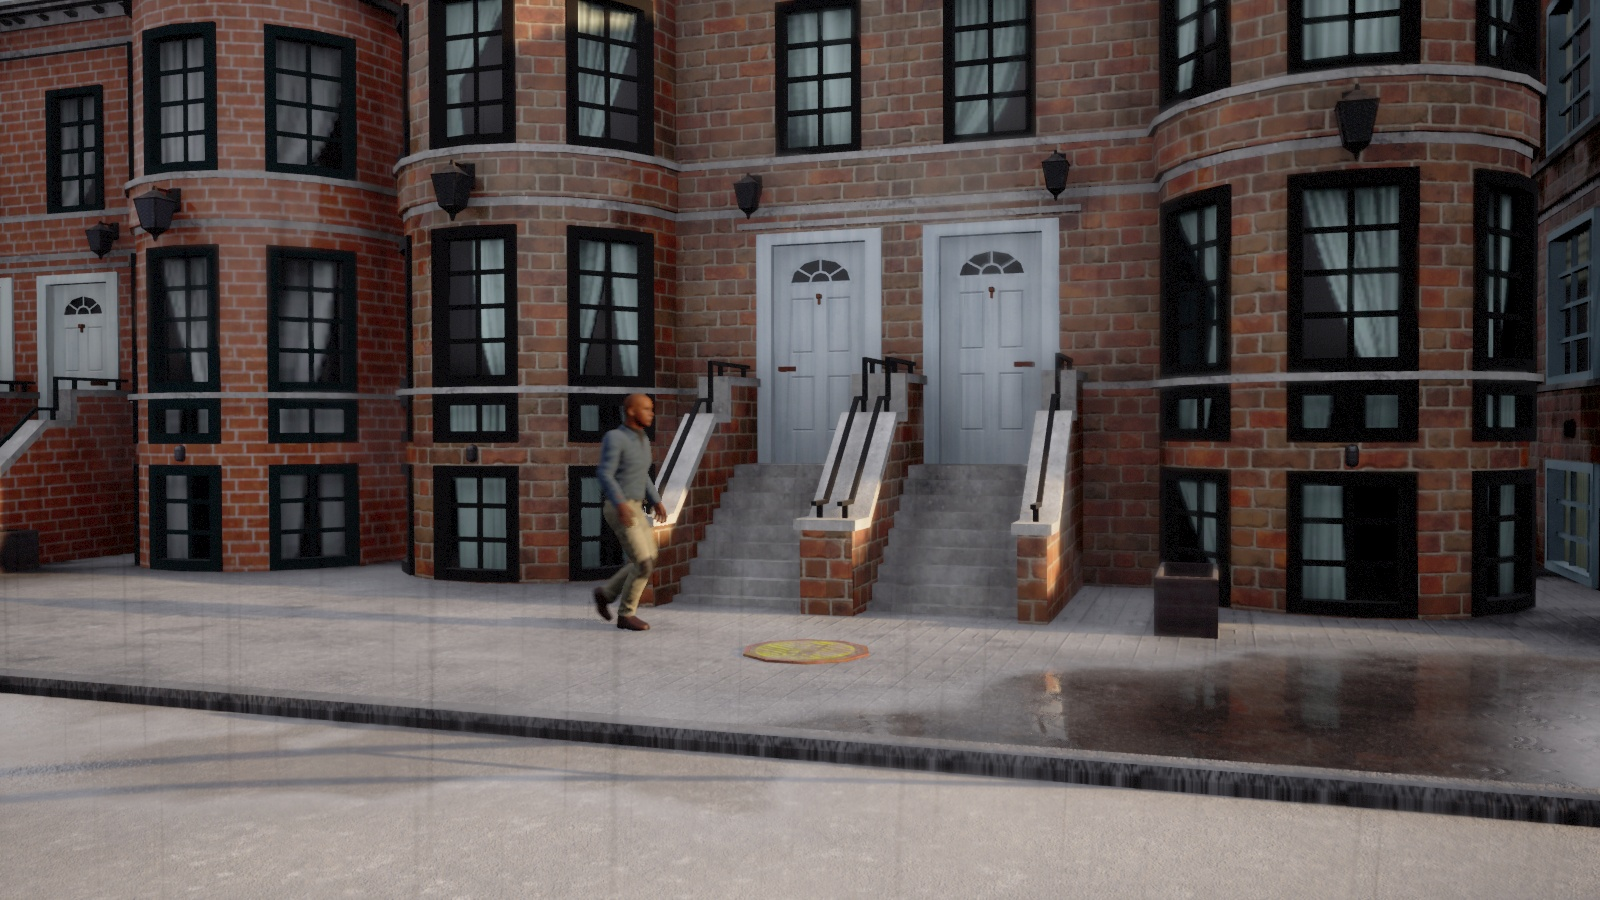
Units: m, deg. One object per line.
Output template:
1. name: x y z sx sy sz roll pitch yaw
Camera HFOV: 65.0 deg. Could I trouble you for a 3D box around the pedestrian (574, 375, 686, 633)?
1. pedestrian: -1.249 0.379 9.233 0.726 1.835 0.370 1 1 19
